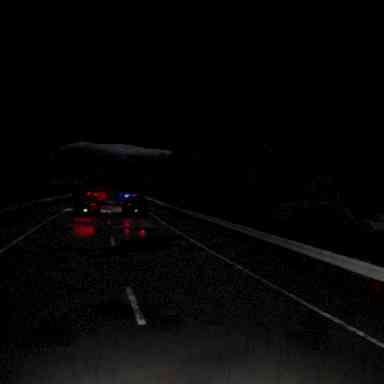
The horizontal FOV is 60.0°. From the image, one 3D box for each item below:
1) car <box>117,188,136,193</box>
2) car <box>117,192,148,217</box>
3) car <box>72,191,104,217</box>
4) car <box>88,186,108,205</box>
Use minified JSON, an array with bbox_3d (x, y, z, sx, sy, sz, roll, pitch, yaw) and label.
[{"bbox_3d":[-8.157,0.552,41.408,2.150,2.045,5.566,3,0,-13],"label":"car"},{"bbox_3d":[-4.559,1.100,26.264,2.128,1.511,4.902,3,0,-14],"label":"car"},{"bbox_3d":[-7.810,0.946,24.979,1.837,1.490,4.892,3,0,-14],"label":"car"},{"bbox_3d":[-11.489,0.380,40.376,2.150,2.045,5.566,3,0,-13],"label":"car"}]
